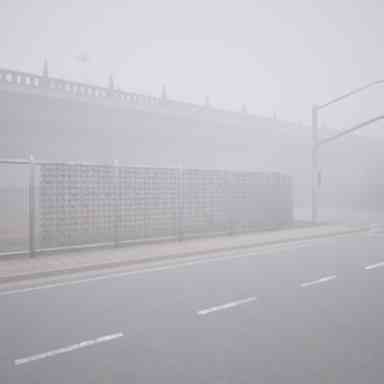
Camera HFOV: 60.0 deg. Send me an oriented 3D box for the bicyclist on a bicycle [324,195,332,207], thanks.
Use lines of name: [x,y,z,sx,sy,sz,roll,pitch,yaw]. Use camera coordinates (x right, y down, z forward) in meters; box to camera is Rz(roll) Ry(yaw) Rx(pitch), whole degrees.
bicyclist on a bicycle: [17.732,1.184,43.313,1.656,1.620,0.582,-1,0,-36]
